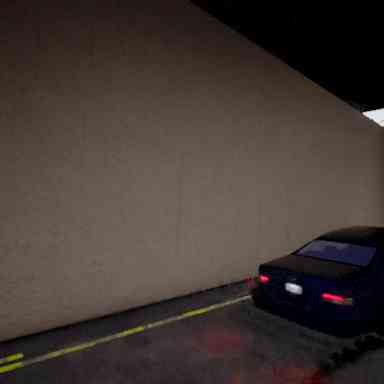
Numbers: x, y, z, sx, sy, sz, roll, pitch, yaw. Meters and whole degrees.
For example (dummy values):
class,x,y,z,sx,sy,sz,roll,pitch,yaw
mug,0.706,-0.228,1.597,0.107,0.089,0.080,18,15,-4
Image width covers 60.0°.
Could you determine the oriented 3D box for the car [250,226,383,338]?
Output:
class,x,y,z,sx,sy,sz,roll,pitch,yaw
car,3.510,1.374,6.274,5.357,1.411,2.033,-2,1,-36
